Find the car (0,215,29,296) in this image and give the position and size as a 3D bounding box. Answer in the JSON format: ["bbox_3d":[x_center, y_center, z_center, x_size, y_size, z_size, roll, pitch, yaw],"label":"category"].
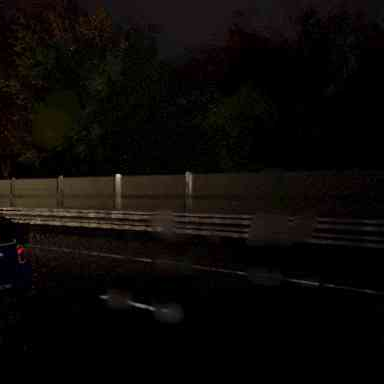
[{"bbox_3d":[-5.740,1.369,7.328,4.553,1.767,2.097,0,0,30],"label":"car"}]

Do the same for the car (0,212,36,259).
[{"bbox_3d":[-8.328,1.552,12.769,4.674,1.442,1.812,0,0,28],"label":"car"}]
